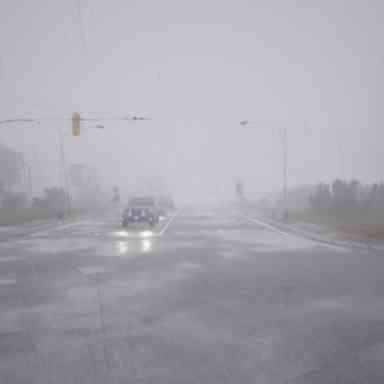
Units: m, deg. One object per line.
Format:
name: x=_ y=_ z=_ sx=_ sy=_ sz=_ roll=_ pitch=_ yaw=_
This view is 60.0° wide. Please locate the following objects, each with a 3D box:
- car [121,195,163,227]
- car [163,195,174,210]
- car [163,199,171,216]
car: x=-3.620 y=1.345 z=24.397 sx=2.150 sy=2.045 sz=5.566 roll=0 pitch=0 yaw=0
car: x=-3.627 y=1.456 z=46.259 sx=2.150 sy=2.045 sz=5.566 roll=0 pitch=-1 yaw=0
car: x=-3.626 y=1.724 z=35.009 sx=2.033 sy=1.411 sz=5.357 roll=0 pitch=0 yaw=0
